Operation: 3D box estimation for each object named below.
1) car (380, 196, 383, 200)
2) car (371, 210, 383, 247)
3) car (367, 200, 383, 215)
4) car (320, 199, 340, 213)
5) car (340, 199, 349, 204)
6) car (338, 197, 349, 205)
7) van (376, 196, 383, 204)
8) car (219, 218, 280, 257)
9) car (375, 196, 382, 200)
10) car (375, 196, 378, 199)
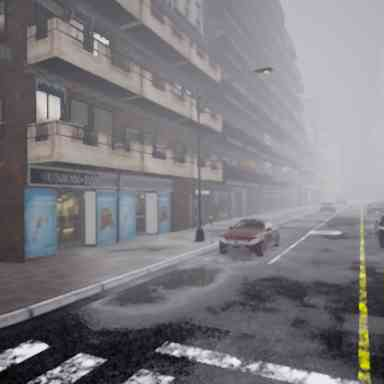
[{"bbox_3d":[33.196,1.852,55.902,1.812,1.442,4.674,-2,-1,27],"label":"car"},{"bbox_3d":[9.304,1.671,14.899,1.895,1.301,4.718,-2,-1,27],"label":"car"},{"bbox_3d":[20.677,1.833,37.287,1.895,1.301,4.718,-2,-1,27],"label":"car"},{"bbox_3d":[17.772,1.939,43.410,1.887,1.381,4.507,-1,-1,27],"label":"car"},{"bbox_3d":[37.914,2.316,82.848,1.802,1.307,4.206,-1,-1,27],"label":"car"},{"bbox_3d":[32.876,1.957,72.993,2.192,1.841,5.009,-1,-1,27],"label":"car"},{"bbox_3d":[44.933,1.880,79.279,1.690,1.788,3.998,-1,-1,27],"label":"van"},{"bbox_3d":[2.552,1.767,13.888,1.802,1.307,4.206,-1,-1,27],"label":"car"},{"bbox_3d":[39.900,2.029,69.417,1.802,1.307,4.206,-1,-1,27],"label":"car"},{"bbox_3d":[42.419,2.074,74.348,1.802,1.307,4.206,-1,-1,27],"label":"car"}]
